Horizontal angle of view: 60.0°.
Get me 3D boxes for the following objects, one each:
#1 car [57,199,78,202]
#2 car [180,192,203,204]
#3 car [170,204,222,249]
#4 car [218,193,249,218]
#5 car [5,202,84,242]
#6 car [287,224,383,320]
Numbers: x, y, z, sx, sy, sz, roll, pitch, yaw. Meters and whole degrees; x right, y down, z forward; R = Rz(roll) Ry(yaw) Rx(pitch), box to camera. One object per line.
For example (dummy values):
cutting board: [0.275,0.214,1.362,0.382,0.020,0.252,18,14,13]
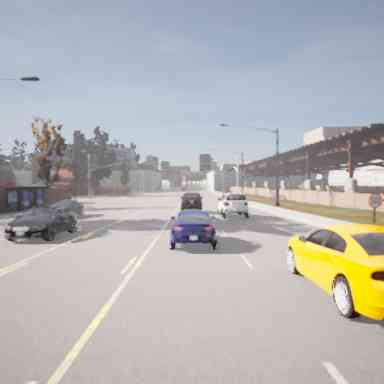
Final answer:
car: [-10.684,1.400,28.194,1.882,1.535,5.008,0,0,0]
car: [-0.014,1.064,34.638,2.150,2.045,5.566,0,0,0]
car: [0.057,1.475,14.268,1.812,1.442,4.674,0,0,0]
car: [3.506,1.097,28.835,2.150,2.045,5.566,0,0,0]
car: [-7.147,1.455,16.260,2.128,1.511,4.902,0,0,0]
car: [3.578,1.441,7.322,1.882,1.535,5.008,0,0,0]
